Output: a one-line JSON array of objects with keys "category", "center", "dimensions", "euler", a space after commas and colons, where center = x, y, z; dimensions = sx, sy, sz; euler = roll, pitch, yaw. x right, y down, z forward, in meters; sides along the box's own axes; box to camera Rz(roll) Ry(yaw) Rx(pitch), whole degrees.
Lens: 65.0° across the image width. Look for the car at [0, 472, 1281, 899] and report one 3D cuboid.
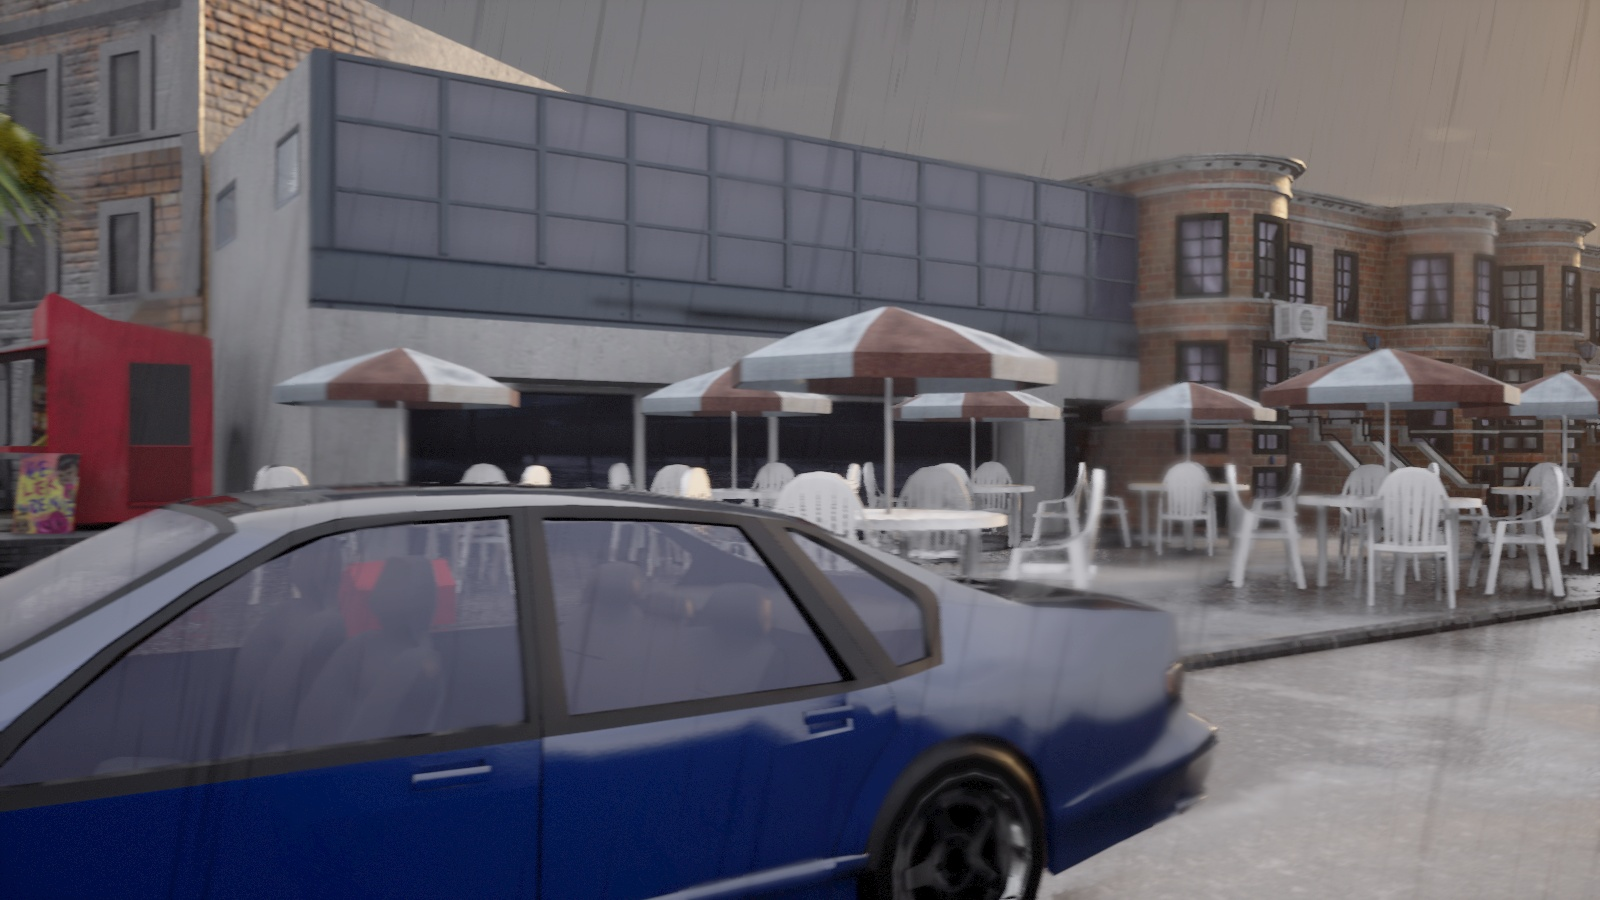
[{"category": "car", "center": [-1.202, 0.803, 3.430], "dimensions": [5.357, 1.411, 2.033], "euler": [0, 0, -35]}]
